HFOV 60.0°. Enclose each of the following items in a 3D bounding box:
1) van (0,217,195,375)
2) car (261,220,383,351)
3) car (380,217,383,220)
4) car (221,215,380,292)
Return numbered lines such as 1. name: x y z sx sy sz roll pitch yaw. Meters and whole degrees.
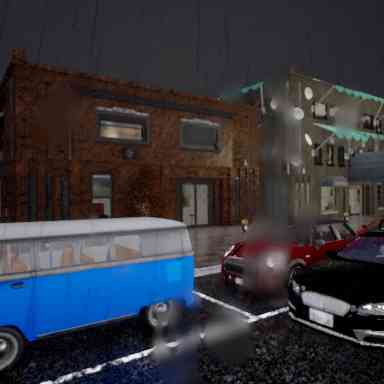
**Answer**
1. van: -1.855 1.341 5.240 3.998 1.788 1.690 0 -1 -35
2. car: 3.802 1.489 6.075 4.902 1.511 2.128 0 0 -35
3. car: 7.194 1.541 11.664 4.507 1.381 1.887 0 -1 -35
4. car: 2.670 1.438 8.452 4.097 1.590 1.967 0 -1 -35
